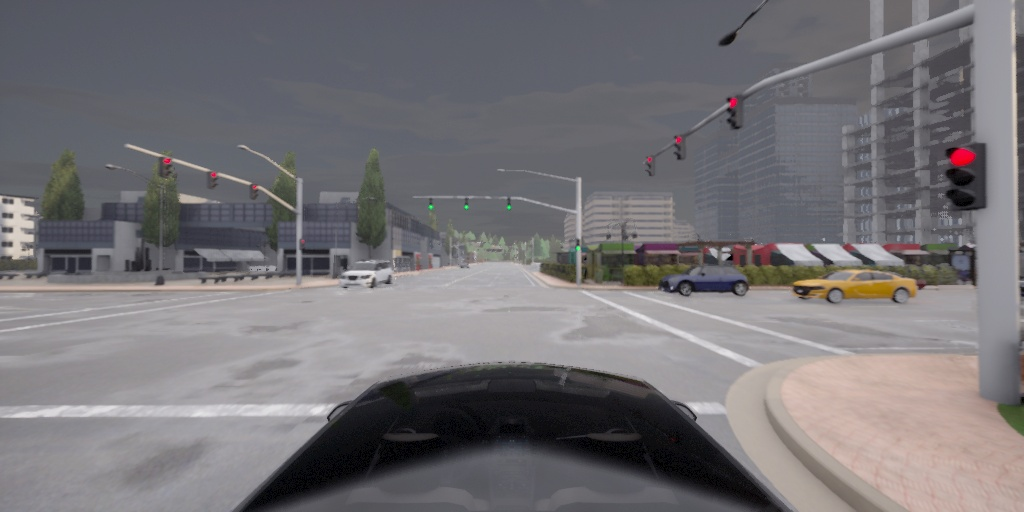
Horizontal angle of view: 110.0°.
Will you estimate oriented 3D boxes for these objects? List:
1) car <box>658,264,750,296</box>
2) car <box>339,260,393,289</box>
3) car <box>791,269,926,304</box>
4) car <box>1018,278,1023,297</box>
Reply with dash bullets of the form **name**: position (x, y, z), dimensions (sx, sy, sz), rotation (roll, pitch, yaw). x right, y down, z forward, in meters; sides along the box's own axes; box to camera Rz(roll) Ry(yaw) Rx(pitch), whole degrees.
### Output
- **car**: position (10.784, 1.312, 20.442), dimensions (4.553, 1.767, 2.097), rotation (0, -1, -1)
- **car**: position (-10.504, 1.363, 26.335), dimensions (2.150, 2.045, 5.566), rotation (0, 1, 0)
- **car**: position (16.136, 1.400, 17.073), dimensions (5.008, 1.535, 1.882), rotation (0, -1, -1)
- **car**: position (26.731, 1.473, 17.340), dimensions (5.357, 1.411, 2.033), rotation (0, -1, -1)
